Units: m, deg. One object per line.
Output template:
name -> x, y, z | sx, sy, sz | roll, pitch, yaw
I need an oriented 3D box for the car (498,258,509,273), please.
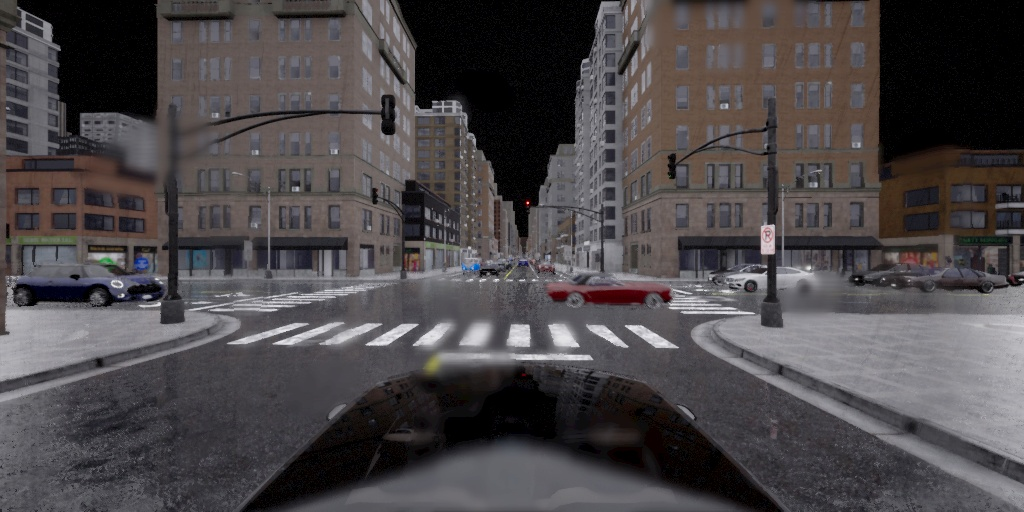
car -> -1.812, 1.338, 44.897 | 1.994, 1.385, 4.181 | 0, 0, 3

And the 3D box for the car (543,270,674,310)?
car -> 3.729, 1.353, 14.143 | 4.718, 1.301, 1.895 | 0, 0, 2

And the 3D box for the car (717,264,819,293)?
car -> 14.769, 1.291, 20.531 | 4.674, 1.442, 1.812 | 0, 0, 3

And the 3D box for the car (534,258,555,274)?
car -> 3.814, 1.210, 40.847 | 1.967, 1.591, 4.097 | 0, 0, 2

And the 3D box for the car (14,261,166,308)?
car -> -17.151, 1.087, 14.737 | 4.553, 1.767, 2.097 | 0, 0, 2

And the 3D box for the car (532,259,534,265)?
car -> 4.002, 1.341, 46.369 | 1.948, 1.339, 4.313 | 0, 0, 2

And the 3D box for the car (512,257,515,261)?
car -> -1.115, 1.146, 64.518 | 2.097, 1.767, 4.553 | 0, 0, 3

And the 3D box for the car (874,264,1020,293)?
car -> 24.356, 1.325, 20.258 | 5.357, 1.411, 2.033 | 0, 0, 2

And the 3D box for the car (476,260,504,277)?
car -> -2.142, 1.365, 35.814 | 1.895, 1.301, 4.718 | 0, 0, 2

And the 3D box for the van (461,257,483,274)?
van -> -4.707, 1.111, 41.132 | 1.690, 1.789, 3.998 | 0, 0, 2

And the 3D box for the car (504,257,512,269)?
car -> -1.488, 1.136, 54.534 | 2.097, 1.767, 4.553 | 0, 0, 2

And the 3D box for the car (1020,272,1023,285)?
car -> 35.045, 1.359, 23.196 | 4.181, 1.385, 1.994 | 0, 0, 2

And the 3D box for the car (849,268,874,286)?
car -> 25.063, 1.283, 23.490 | 4.892, 1.490, 1.837 | 0, 0, 2

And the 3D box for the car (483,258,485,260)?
car -> -4.520, 1.090, 46.652 | 2.192, 1.841, 5.009 | 0, 0, 2

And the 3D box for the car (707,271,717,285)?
car -> 15.646, 1.257, 23.758 | 4.902, 1.511, 2.128 | 0, 0, 2
